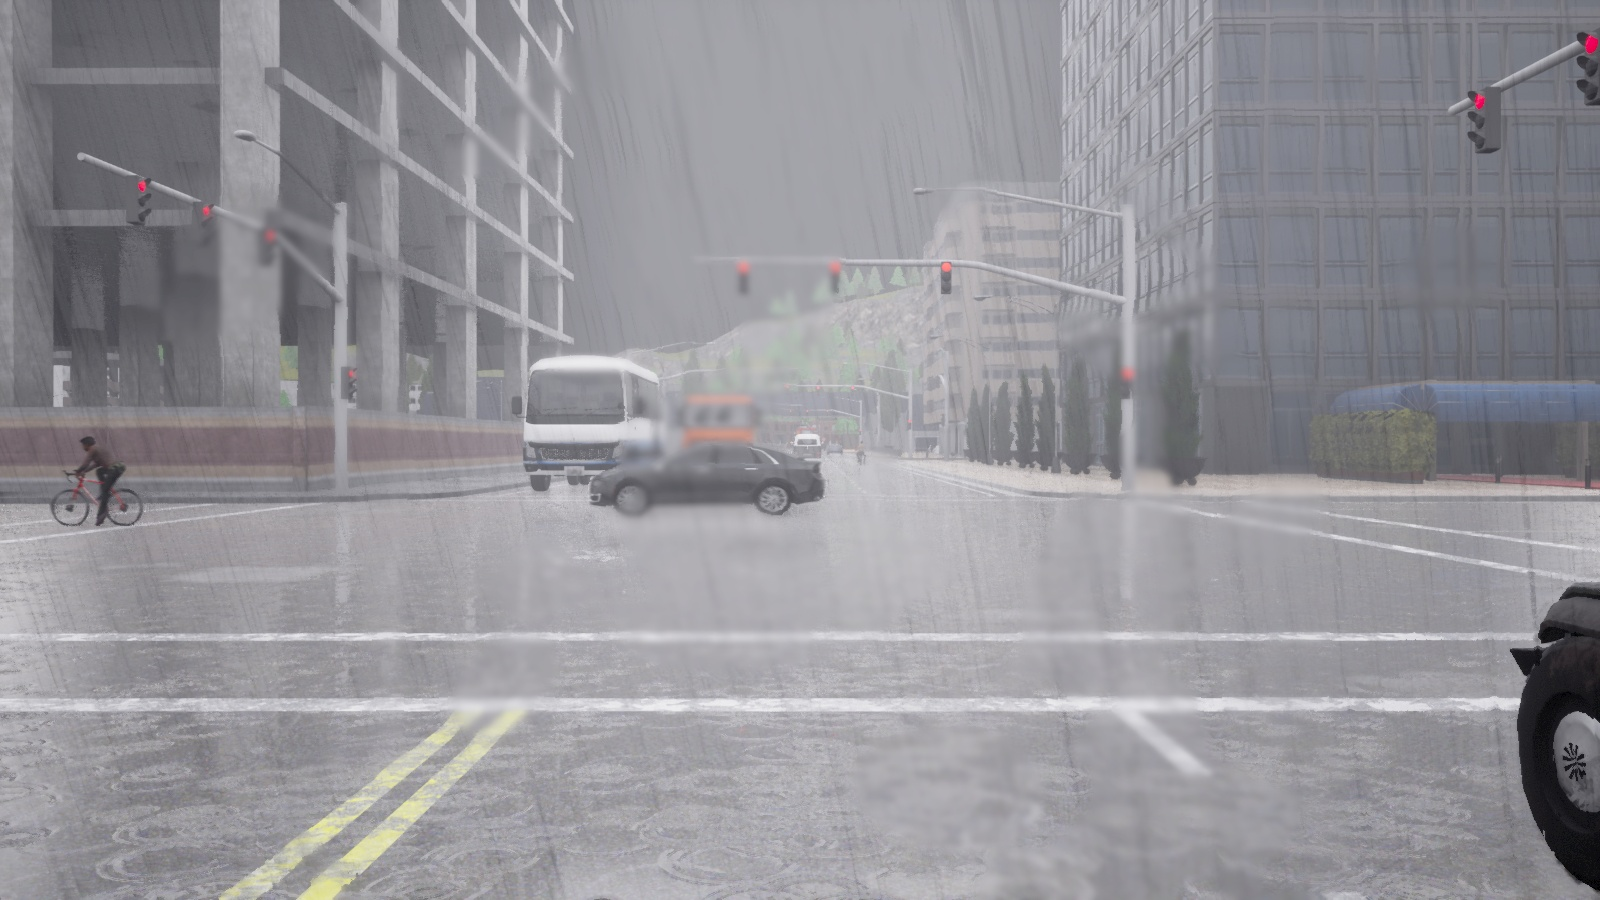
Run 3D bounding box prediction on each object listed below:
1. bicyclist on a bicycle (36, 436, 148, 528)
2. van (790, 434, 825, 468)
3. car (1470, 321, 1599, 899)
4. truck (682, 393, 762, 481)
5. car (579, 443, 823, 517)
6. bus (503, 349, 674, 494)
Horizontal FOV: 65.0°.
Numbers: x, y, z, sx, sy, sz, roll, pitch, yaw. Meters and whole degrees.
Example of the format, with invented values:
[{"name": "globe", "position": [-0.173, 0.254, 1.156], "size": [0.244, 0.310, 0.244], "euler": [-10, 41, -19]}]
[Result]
[{"name": "bicyclist on a bicycle", "position": [-12.716, 0.562, 22.579], "size": [1.656, 1.620, 0.582], "euler": [0, 0, 0]}, {"name": "van", "position": [0.452, 0.032, 77.677], "size": [2.069, 2.038, 4.480], "euler": [0, 0, 0]}, {"name": "car", "position": [3.532, 0.529, 2.910], "size": [1.905, 1.878, 3.866], "euler": [0, 0, 0]}, {"name": "truck", "position": [-3.185, -0.539, 53.286], "size": [2.891, 3.462, 7.936], "euler": [0, 0, 0]}, {"name": "car", "position": [-1.994, 0.602, 26.171], "size": [4.892, 1.490, 1.837], "euler": [0, 0, -1]}, {"name": "bus", "position": [-6.747, -0.873, 42.103], "size": [3.944, 4.253, 10.273], "euler": [0, 0, 0]}]
